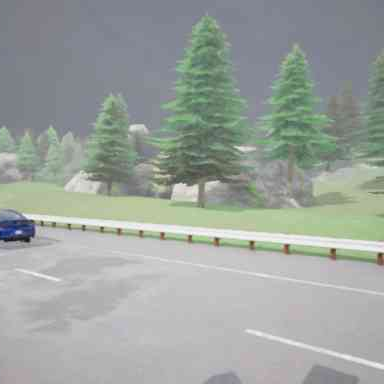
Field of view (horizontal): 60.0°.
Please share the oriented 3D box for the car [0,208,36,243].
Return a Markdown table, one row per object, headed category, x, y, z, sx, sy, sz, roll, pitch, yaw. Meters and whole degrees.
| category | x | y | z | sx | sy | sz | roll | pitch | yaw |
| --- | --- | --- | --- | --- | --- | --- | --- | --- | --- |
| car | -8.901 | 1.455 | 14.652 | 5.008 | 1.535 | 1.882 | 0 | 0 | 36 |
